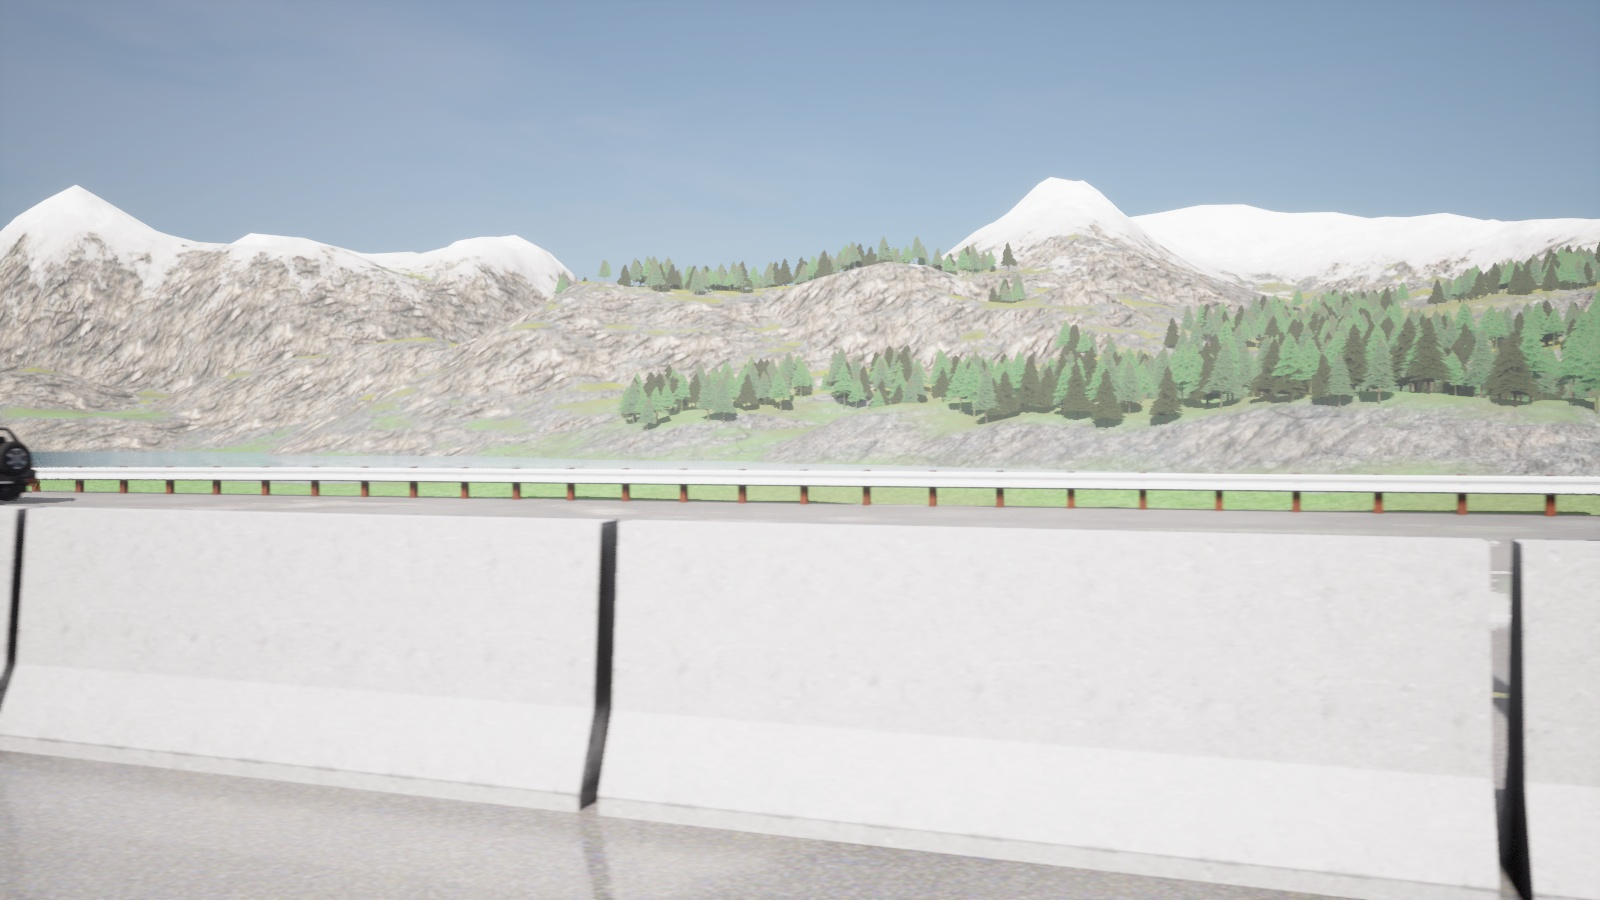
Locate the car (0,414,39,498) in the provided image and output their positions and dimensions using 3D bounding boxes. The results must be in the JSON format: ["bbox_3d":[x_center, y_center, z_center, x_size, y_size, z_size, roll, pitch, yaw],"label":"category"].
[{"bbox_3d":[-19.753,0.116,28.301,4.605,1.855,1.932,1,1,19],"label":"car"}]
